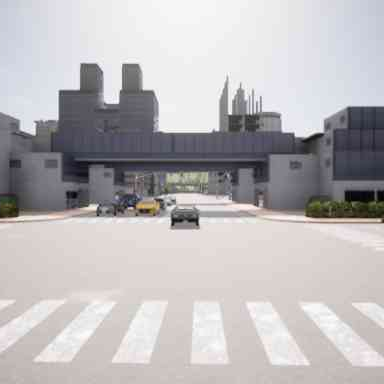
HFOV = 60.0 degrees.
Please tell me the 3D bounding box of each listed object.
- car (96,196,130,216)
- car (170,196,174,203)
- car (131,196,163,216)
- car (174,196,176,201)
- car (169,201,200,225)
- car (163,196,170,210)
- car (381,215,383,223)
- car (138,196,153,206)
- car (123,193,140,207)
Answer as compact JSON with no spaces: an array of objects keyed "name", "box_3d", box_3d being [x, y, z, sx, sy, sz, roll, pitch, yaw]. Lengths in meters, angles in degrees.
[{"name":"car","box_3d":[-7.769,1.464,32.054,2.128,1.511,4.902,0,0,2]},{"name":"car","box_3d":[-4.191,1.472,51.705,1.812,1.442,4.674,0,0,0]},{"name":"car","box_3d":[-4.225,1.451,32.024,1.882,1.535,5.008,0,0,0]},{"name":"car","box_3d":[-4.113,1.473,67.110,2.033,1.411,5.357,0,0,0]},{"name":"car","box_3d":[-0.474,1.585,23.621,1.895,1.301,4.718,0,0,-1]},{"name":"car","box_3d":[-4.218,1.465,41.459,1.837,1.490,4.892,0,0,0]},{"name":"car","box_3d":[14.996,1.536,20.889,5.357,1.411,2.033,0,0,2]},{"name":"car","box_3d":[-7.658,1.467,54.971,1.812,1.442,4.674,0,0,0]},{"name":"car","box_3d":[-7.716,1.181,41.910,2.150,2.045,5.566,0,0,0]}]
